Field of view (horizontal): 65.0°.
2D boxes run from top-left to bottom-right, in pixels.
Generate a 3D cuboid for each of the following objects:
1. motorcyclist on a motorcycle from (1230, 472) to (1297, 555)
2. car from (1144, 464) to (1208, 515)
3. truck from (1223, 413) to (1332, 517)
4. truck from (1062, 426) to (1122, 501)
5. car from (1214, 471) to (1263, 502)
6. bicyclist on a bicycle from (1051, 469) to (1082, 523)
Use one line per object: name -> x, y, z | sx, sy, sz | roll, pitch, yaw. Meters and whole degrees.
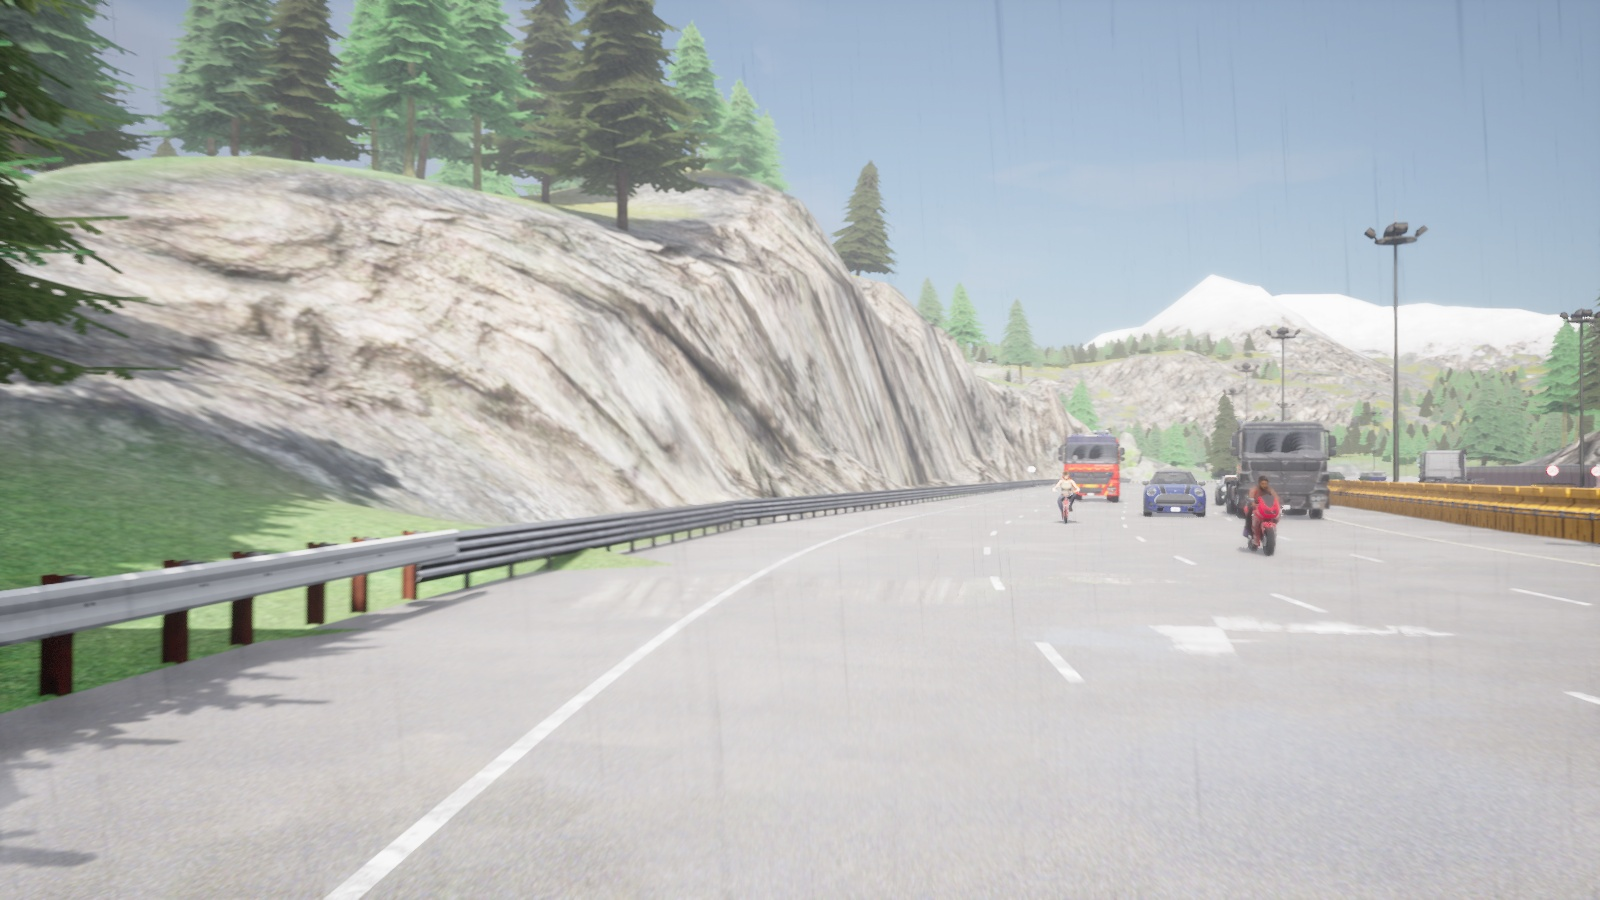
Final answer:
motorcyclist on a motorcycle -> 8.903, 1.185, 24.212 | 0.797, 1.523, 2.044 | 1, -1, 9
car -> 13.621, 1.412, 45.721 | 2.097, 1.767, 4.553 | 0, -1, 15
truck -> 17.315, 0.570, 46.011 | 2.891, 3.462, 7.936 | 0, -1, 15
truck -> 15.963, 0.760, 68.210 | 2.891, 3.827, 8.468 | 0, -1, 15
car -> 21.422, 1.768, 61.447 | 1.970, 1.475, 3.806 | 0, -1, 15
bicyclist on a bicycle -> 8.128, 1.375, 38.257 | 0.866, 1.612, 1.509 | 0, -1, 14
